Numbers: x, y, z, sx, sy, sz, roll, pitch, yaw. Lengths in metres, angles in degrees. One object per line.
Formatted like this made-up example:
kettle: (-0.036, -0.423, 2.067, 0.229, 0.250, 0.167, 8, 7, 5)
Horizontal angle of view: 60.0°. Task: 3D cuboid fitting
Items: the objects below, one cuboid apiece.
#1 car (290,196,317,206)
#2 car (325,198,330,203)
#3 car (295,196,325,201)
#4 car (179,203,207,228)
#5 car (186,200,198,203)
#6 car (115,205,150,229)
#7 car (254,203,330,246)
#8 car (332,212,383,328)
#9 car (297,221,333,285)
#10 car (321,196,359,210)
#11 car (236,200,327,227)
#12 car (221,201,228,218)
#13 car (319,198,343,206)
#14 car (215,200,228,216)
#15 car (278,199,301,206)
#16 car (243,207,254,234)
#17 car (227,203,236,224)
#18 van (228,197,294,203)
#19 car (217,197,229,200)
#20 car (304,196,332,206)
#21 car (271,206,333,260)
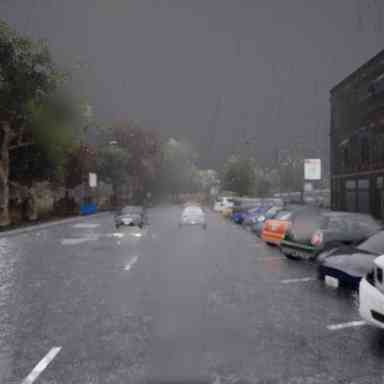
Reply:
car: (23.855, 1.999, 71.368, 2.435, 2.045, 5.566, 0, -1, -21)
car: (21.182, 2.091, 54.334, 2.163, 1.488, 4.792, 0, 0, -22)
car: (18.266, 1.808, 54.216, 2.435, 2.045, 5.566, 0, 0, -21)
car: (0.069, 1.765, 23.860, 1.812, 1.442, 4.674, 0, -1, 0)
car: (0.003, 1.778, 41.234, 2.097, 1.767, 4.553, 0, -1, 0)
car: (-4.170, 1.730, 23.750, 2.128, 1.511, 4.902, 0, -1, 0)
car: (5.316, 1.496, 14.142, 4.553, 1.767, 2.185, 1, -1, -20)
car: (5.318, 1.282, 5.129, 5.566, 2.045, 2.435, 1, 0, -20)
car: (5.318, 1.592, 8.126, 4.792, 1.488, 2.163, 1, 0, -20)
car: (24.147, 1.812, 54.422, 2.435, 2.045, 5.566, 0, 0, -22)
car: (5.382, 1.560, 20.159, 4.553, 1.767, 2.185, 1, 0, -20)
car: (5.341, 1.822, 29.163, 4.674, 1.452, 2.002, 1, 0, -20)
car: (29.911, 2.130, 71.543, 2.185, 1.767, 4.553, 1, -2, -22)
car: (5.154, 1.808, 32.104, 5.366, 1.575, 1.946, 1, 0, -20)
car: (20.833, 2.278, 71.277, 2.163, 1.488, 4.792, 0, -1, -21)
car: (5.349, 1.694, 17.149, 4.674, 1.452, 2.002, 1, 0, -20)
car: (5.338, 1.717, 23.161, 5.008, 1.535, 2.097, 1, -1, -20)
van: (5.453, 1.526, 26.209, 4.442, 1.987, 1.878, 1, -1, -20)
car: (5.331, 1.628, 38.200, 5.566, 2.045, 2.435, 1, -1, -20)
car: (26.916, 2.000, 71.411, 2.435, 2.045, 5.566, 1, -2, -22)
car: (5.314, 1.466, 11.141, 4.553, 1.767, 2.185, 1, -1, -20)
